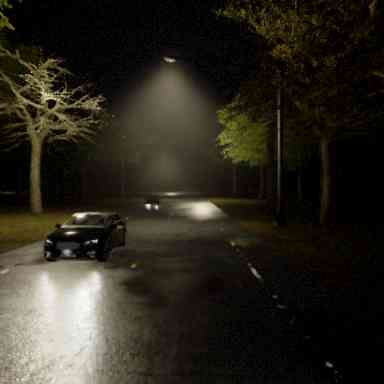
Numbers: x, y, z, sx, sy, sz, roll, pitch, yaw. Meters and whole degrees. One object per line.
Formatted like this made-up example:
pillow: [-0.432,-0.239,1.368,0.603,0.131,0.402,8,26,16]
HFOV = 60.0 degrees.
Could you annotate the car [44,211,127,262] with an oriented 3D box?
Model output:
car: [-3.611,1.463,12.050,2.128,1.511,4.902,0,0,0]

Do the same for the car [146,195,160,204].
car: [-6.149,1.174,52.464,1.994,1.385,4.181,0,1,-6]
